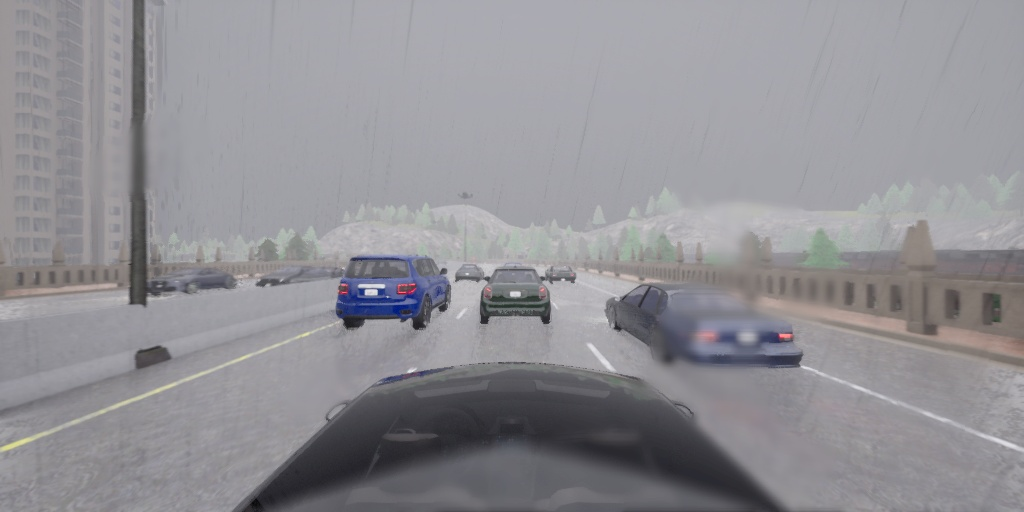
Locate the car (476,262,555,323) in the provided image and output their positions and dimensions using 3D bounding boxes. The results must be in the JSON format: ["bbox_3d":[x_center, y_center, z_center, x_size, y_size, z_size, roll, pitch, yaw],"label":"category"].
[{"bbox_3d":[0.097,1.107,12.319,2.097,1.767,4.553,0,0,0],"label":"car"}]

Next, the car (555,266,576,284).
[{"bbox_3d":[3.593,1.378,27.391,1.895,1.301,4.718,0,0,0],"label":"car"}]

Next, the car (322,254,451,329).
[{"bbox_3d":[-3.402,0.975,11.350,2.150,2.045,5.566,0,0,0],"label":"car"}]

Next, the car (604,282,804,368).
[{"bbox_3d":[3.593,1.299,7.990,2.033,1.411,5.357,0,0,0],"label":"car"}]

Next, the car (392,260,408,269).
[{"bbox_3d":[-19.008,1.376,60.904,1.882,1.535,5.008,0,0,-9],"label":"car"}]

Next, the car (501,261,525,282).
[{"bbox_3d":[0.093,1.260,30.299,1.882,1.535,5.008,0,0,0],"label":"car"}]

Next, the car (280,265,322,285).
[{"bbox_3d":[-10.603,1.326,20.245,1.994,1.385,4.181,0,0,0],"label":"car"}]

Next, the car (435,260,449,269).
[{"bbox_3d":[-12.096,1.390,62.034,2.128,1.511,4.902,0,0,-9],"label":"car"}]

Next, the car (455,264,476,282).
[{"bbox_3d":[-3.407,1.344,29.283,1.994,1.385,4.181,0,0,0],"label":"car"}]

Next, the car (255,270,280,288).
[{"bbox_3d":[-14.105,1.316,23.448,2.033,1.411,5.357,0,0,0],"label":"car"}]

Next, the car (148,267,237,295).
[{"bbox_3d":[-17.604,1.325,19.911,1.994,1.385,4.181,0,0,0],"label":"car"}]
